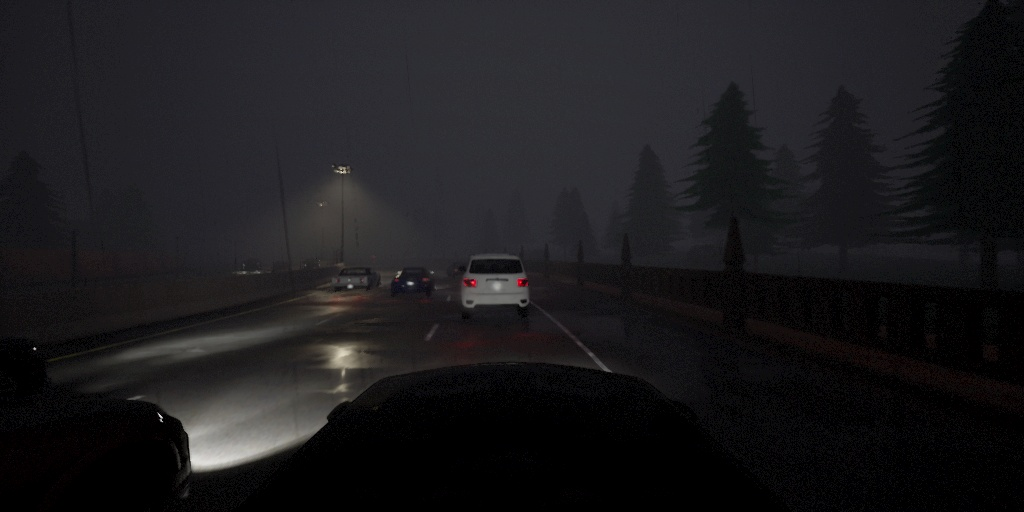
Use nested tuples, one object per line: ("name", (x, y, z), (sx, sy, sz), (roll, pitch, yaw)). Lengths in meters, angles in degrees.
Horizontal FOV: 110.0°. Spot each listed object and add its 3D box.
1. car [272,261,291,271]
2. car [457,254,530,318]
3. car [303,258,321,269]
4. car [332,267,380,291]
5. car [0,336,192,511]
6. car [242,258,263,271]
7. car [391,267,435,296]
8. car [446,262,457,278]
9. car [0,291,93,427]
("car", (-30.852, 1.311, 48.132), (1.994, 1.385, 4.181), (0, 0, -30))
("car", (-0.746, 0.945, 13.174), (2.150, 2.045, 5.566), (0, 0, -7))
("car", (-26.629, 1.085, 47.785), (2.097, 1.767, 4.553), (0, 0, -29))
("car", (-9.134, 1.335, 21.437), (1.895, 1.301, 4.718), (0, 0, -12))
("car", (-3.557, 1.328, 1.111), (1.994, 1.385, 4.181), (0, 0, 0))
("car", (-35.718, 1.114, 49.385), (2.097, 1.767, 4.553), (0, 0, -33))
("car", (-5.217, 1.289, 19.237), (1.994, 1.385, 4.181), (0, 0, -10))
("car", (-4.874, 1.236, 32.979), (2.033, 1.411, 5.357), (0, 0, -17))
("car", (-7.059, 1.265, 2.693), (2.128, 1.511, 4.902), (0, 0, -1))
